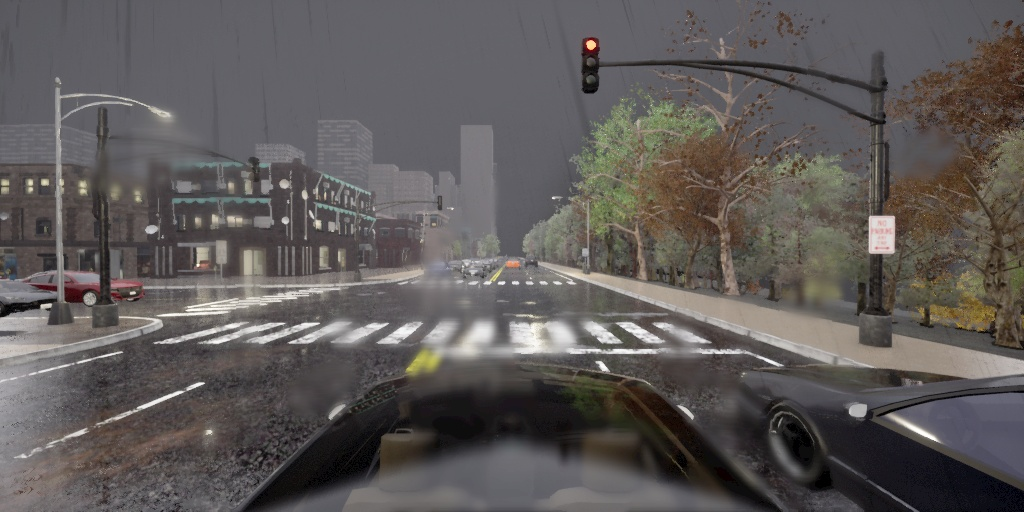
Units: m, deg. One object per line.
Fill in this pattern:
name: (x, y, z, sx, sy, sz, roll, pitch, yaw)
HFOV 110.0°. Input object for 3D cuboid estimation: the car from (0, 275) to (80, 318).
car: (-19.932, 1.564, 13.681, 4.313, 1.339, 1.948, 0, 0, 0)

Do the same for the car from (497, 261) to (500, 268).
car: (-3.278, 1.224, 51.776, 2.128, 1.511, 4.902, 0, 0, 0)

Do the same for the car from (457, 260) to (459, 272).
car: (-6.543, 1.241, 42.241, 1.837, 1.490, 4.892, 0, 0, 0)

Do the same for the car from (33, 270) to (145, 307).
car: (-19.821, 1.448, 16.386, 5.008, 1.535, 1.882, -1, 1, 0)

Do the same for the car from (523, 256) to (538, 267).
car: (3.428, 0.948, 64.252, 2.150, 2.045, 5.566, 0, 0, 0)

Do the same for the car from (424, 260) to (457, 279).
car: (-6.557, 1.266, 32.981, 1.812, 1.442, 4.674, 0, 0, 0)

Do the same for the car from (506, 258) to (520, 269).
car: (0.167, 1.083, 56.842, 2.097, 1.767, 4.553, 0, 0, 0)

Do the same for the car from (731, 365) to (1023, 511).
car: (3.350, 1.297, 1.504, 2.033, 1.411, 5.357, 0, 0, 0)

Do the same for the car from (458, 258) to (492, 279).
car: (-3.305, 1.232, 32.968, 2.128, 1.511, 4.902, 0, 0, 0)

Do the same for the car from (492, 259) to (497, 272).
car: (-3.292, 1.228, 42.373, 2.128, 1.511, 4.902, 0, 0, 0)
